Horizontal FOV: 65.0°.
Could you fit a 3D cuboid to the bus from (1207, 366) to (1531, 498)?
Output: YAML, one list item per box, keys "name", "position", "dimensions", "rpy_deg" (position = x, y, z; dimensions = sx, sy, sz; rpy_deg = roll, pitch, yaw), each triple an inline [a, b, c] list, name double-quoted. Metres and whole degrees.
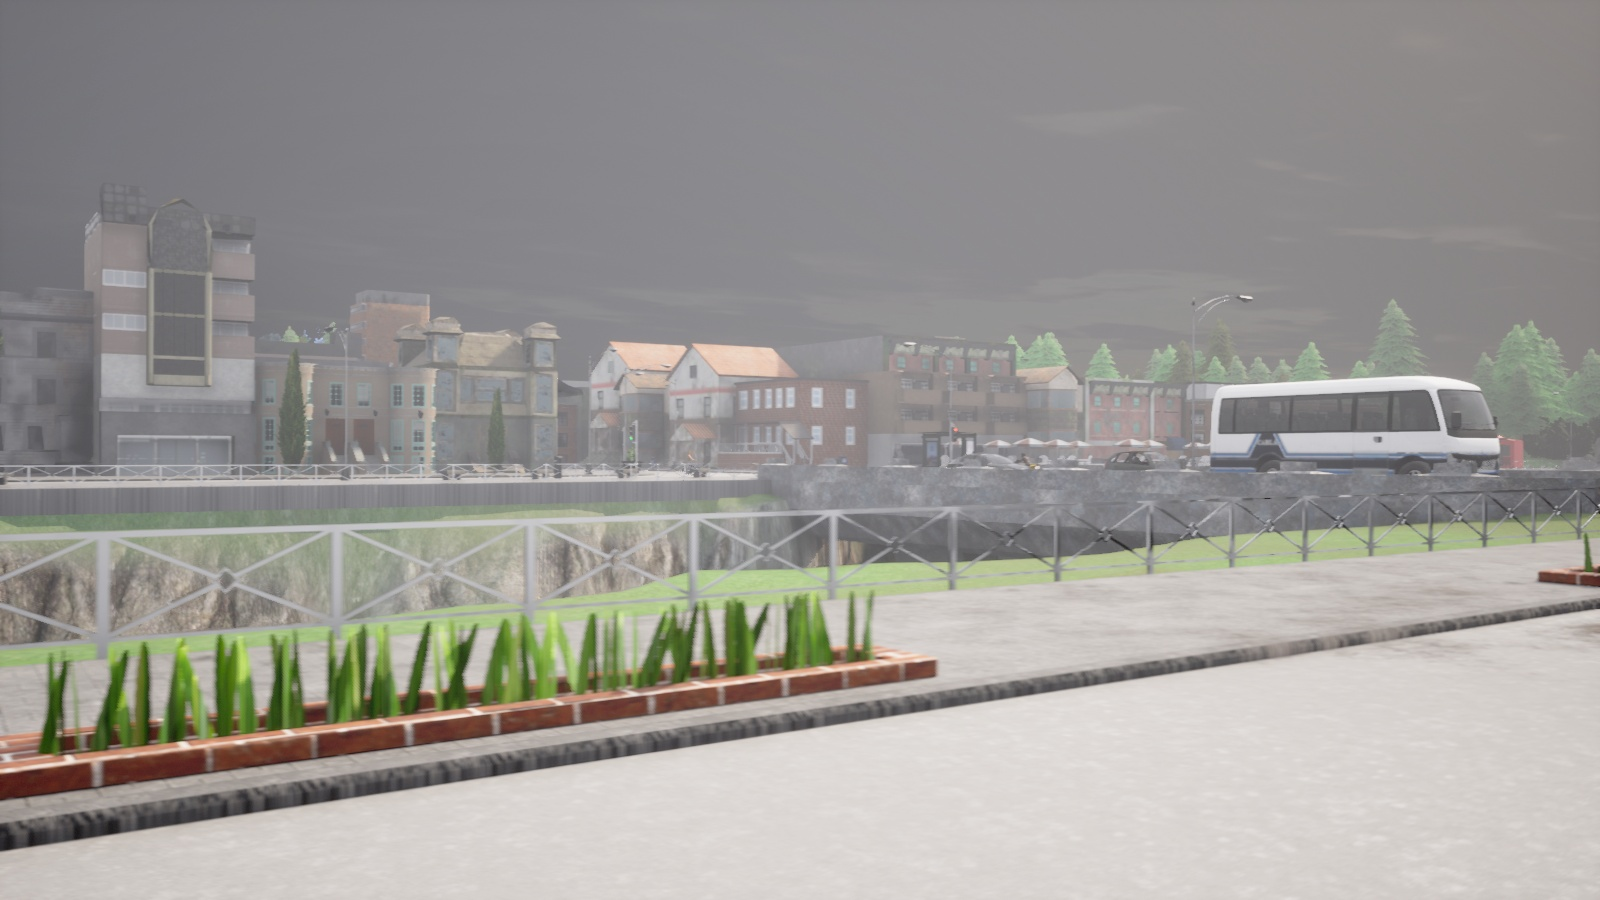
- name: "bus"
  position: [20.388, -0.562, 45.889]
  dimensions: [3.944, 4.253, 10.273]
  rpy_deg: [0, 0, -33]

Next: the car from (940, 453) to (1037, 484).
- name: "car"
  position: [9.218, 0.881, 61.729]
  dimensions: [1.837, 1.490, 4.892]
  rpy_deg: [0, 0, -36]

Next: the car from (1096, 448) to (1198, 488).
- name: "car"
  position: [14.826, 0.744, 53.821]
  dimensions: [1.851, 1.617, 3.988]
  rpy_deg: [0, 0, -33]
